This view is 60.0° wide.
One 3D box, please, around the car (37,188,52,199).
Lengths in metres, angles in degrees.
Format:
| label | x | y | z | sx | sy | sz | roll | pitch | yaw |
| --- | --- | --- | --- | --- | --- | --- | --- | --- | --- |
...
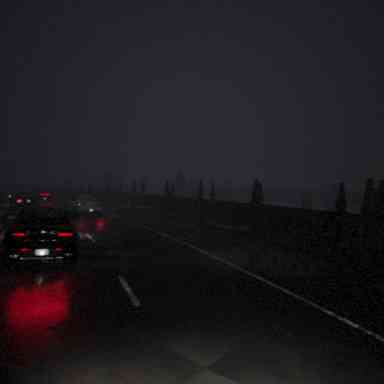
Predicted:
| label | x | y | z | sx | sy | sz | roll | pitch | yaw |
| --- | --- | --- | --- | --- | --- | --- | --- | --- | --- |
| car | -17.372 | 0.307 | 37.723 | 1.837 | 1.490 | 4.892 | 3 | 1 | -40 |

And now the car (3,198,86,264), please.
| label | x | y | z | sx | sy | sz | roll | pitch | yaw |
| --- | --- | --- | --- | --- | --- | --- | --- | --- | --- |
| car | -4.659 | 1.179 | 10.476 | 1.837 | 1.490 | 4.892 | 3 | 0 | -23 |

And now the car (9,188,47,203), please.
| label | x | y | z | sx | sy | sz | roll | pitch | yaw |
| --- | --- | --- | --- | --- | --- | --- | --- | --- | --- |
| car | -13.582 | 0.630 | 26.919 | 2.033 | 1.411 | 5.357 | 3 | 1 | -34 |

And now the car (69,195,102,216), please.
| label | x | y | z | sx | sy | sz | roll | pitch | yaw |
| --- | --- | --- | --- | --- | --- | --- | --- | --- | --- |
| car | -7.994 | 0.914 | 24.492 | 1.812 | 1.442 | 4.674 | 3 | 1 | -31 |
